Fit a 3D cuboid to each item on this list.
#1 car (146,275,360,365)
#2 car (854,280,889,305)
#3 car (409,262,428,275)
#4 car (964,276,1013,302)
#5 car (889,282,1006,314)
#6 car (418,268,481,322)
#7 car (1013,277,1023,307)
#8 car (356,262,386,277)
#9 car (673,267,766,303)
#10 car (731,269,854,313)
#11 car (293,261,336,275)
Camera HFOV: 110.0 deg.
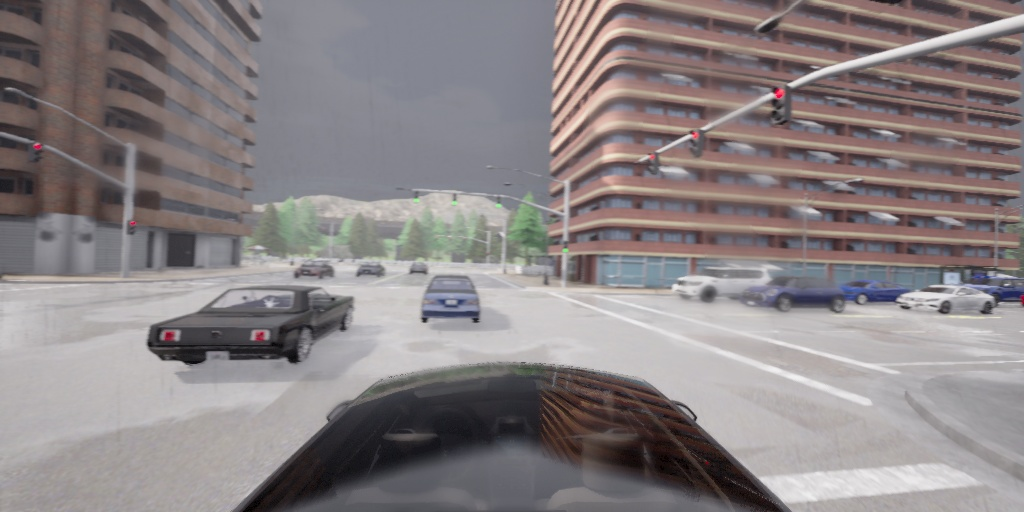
[{"bbox_3d":[-4.834,1.249,7.647,1.895,1.301,4.718,2,-1,-10],"label":"car"},{"bbox_3d":[22.714,2.287,22.976,5.008,1.535,1.882,2,-1,-10],"label":"car"},{"bbox_3d":[-10.635,1.402,41.067,1.994,1.385,4.181,2,-1,-10],"label":"car"},{"bbox_3d":[33.235,2.427,24.841,5.566,2.045,2.150,2,-1,-10],"label":"car"},{"bbox_3d":[23.725,2.331,19.592,4.674,1.442,1.812,2,-1,-10],"label":"car"},{"bbox_3d":[-2.117,1.349,12.471,2.033,1.411,5.357,2,-1,-10],"label":"car"},{"bbox_3d":[33.835,2.408,21.397,5.566,2.045,2.150,2,-1,-10],"label":"car"},{"bbox_3d":[-12.963,1.226,33.198,1.994,1.385,4.181,2,-1,-9],"label":"car"},{"bbox_3d":[12.439,1.645,21.143,5.566,2.045,2.150,2,-1,-10],"label":"car"},{"bbox_3d":[13.852,1.786,17.838,4.553,1.767,2.097,2,-1,-10],"label":"car"},{"bbox_3d":[-15.777,1.075,28.841,1.994,1.385,4.181,2,-1,-9],"label":"car"}]
